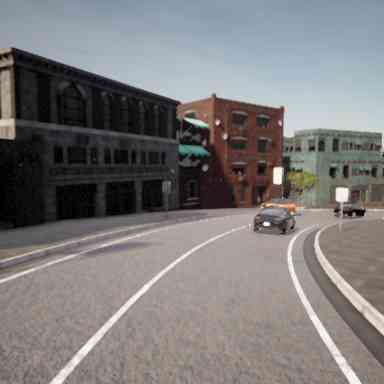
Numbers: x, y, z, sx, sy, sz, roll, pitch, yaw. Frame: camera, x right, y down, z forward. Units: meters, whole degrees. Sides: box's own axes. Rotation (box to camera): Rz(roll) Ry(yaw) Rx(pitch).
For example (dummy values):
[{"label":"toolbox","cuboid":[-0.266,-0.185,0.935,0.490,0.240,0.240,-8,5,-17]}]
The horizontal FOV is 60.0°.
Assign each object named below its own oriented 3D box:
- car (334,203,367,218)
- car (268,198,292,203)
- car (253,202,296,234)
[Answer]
[{"label":"car","cuboid":[17.237,1.961,36.045,5.008,1.535,1.882,2,2,-42]},{"label":"car","cuboid":[8.171,1.394,31.848,2.097,1.767,4.553,4,2,40]},{"label":"car","cuboid":[5.019,1.600,20.081,1.812,1.442,4.674,2,0,25]}]
